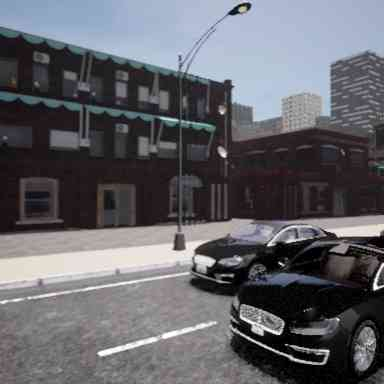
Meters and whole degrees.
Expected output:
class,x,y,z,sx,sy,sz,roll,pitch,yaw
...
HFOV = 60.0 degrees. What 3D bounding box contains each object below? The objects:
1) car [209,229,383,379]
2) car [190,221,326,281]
class,x,y,z,sx,sy,sz,roll,pitch,yaw
car,2.824,1.575,5.702,4.892,1.490,1.837,1,-1,-36
car,2.216,1.580,9.261,4.902,1.511,2.128,1,-1,-36
